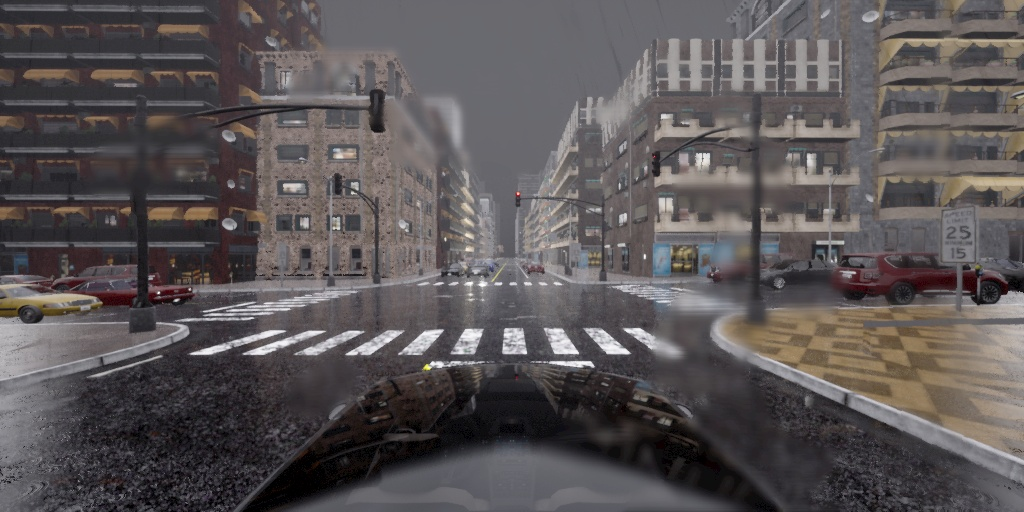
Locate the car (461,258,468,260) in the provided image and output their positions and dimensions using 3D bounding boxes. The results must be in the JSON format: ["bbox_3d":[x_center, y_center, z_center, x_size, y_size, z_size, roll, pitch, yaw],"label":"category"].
[{"bbox_3d":[-5.769,1.281,40.666,1.751,1.417,4.829,0,0,0],"label":"car"}]

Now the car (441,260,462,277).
[{"bbox_3d":[-5.757,1.320,35.154,1.948,1.339,4.313,0,0,0],"label":"car"}]

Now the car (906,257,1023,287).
[{"bbox_3d":[24.727,0.805,19.052,5.357,1.411,2.033,-1,0,-1],"label":"car"}]

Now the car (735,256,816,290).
[{"bbox_3d":[14.936,0.946,18.944,4.892,1.490,1.837,-1,0,-1],"label":"car"}]

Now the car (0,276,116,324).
[{"bbox_3d":[-17.652,1.585,12.804,4.829,1.417,1.751,0,0,-1],"label":"car"}]

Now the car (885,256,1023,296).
[{"bbox_3d":[19.901,0.834,15.798,5.008,1.535,1.882,-1,0,-1],"label":"car"}]

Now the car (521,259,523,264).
[{"bbox_3d":[2.600,1.197,46.537,1.967,1.591,4.097,0,0,0],"label":"car"}]

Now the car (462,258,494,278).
[{"bbox_3d":[-3.165,1.245,34.029,2.128,1.511,4.902,0,0,0],"label":"car"}]

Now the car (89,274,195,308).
[{"bbox_3d":[-16.628,1.632,15.400,4.718,1.301,1.895,-1,0,0],"label":"car"}]

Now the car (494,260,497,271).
[{"bbox_3d":[-3.186,1.235,44.531,1.882,1.535,5.008,0,0,0],"label":"car"}]

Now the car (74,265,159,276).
[{"bbox_3d":[-23.638,1.461,21.088,5.009,1.841,2.192,0,0,-1],"label":"car"}]

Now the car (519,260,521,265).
[{"bbox_3d":[2.577,1.345,57.902,1.802,1.307,4.207,0,0,0],"label":"car"}]

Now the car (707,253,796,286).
[{"bbox_3d":[14.536,0.757,21.530,5.009,1.841,2.192,0,0,-1],"label":"car"}]

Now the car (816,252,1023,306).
[{"bbox_3d":[14.687,0.774,13.151,5.009,1.841,2.192,0,0,-1],"label":"car"}]

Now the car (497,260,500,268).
[{"bbox_3d":[-3.176,1.366,62.634,1.895,1.301,4.718,0,0,0],"label":"car"}]

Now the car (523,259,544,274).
[{"bbox_3d":[2.611,1.195,40.855,1.967,1.591,4.097,0,0,0],"label":"car"}]
